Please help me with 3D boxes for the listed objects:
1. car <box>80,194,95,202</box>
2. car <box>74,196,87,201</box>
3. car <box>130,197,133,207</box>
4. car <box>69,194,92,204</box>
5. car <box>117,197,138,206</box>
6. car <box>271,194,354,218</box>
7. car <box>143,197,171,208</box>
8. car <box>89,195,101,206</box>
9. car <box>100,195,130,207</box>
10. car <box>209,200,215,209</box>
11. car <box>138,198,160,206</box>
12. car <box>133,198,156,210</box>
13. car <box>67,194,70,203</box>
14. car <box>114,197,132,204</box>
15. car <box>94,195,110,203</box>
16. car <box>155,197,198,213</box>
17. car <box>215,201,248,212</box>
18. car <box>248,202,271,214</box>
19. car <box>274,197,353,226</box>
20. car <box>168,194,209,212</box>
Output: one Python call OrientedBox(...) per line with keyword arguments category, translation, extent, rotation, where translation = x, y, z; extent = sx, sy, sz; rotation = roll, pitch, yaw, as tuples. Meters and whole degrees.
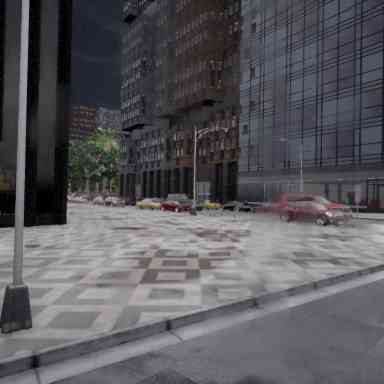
OrientedBox(category="car", translation=(-26.704, 1.486, 84.759), extent=(2.192, 1.841, 5.009), rotation=(2, -1, -36))
OrientedBox(category="car", translation=(-30.001, 1.696, 89.356), extent=(1.752, 1.417, 4.829), rotation=(2, -1, -36))
OrientedBox(category="car", translation=(-10.945, 1.635, 52.837), extent=(2.033, 1.411, 5.357), rotation=(2, -1, -36))
OrientedBox(category="car", translation=(-20.770, 1.473, 61.820), extent=(1.752, 1.417, 4.829), rotation=(2, -1, -36))
OrientedBox(category="car", translation=(-11.415, 1.625, 58.650), extent=(1.812, 1.442, 4.674), rotation=(2, -1, -36))
OrientedBox(category="car", translation=(9.011, 1.218, 24.811), extent=(2.150, 2.045, 5.566), rotation=(2, -1, -36))
OrientedBox(category="car", translation=(-5.325, 1.590, 50.216), extent=(2.128, 1.511, 4.902), rotation=(2, -1, -35))
OrientedBox(category="car", translation=(-14.481, 1.530, 53.033), extent=(1.802, 1.307, 4.206), rotation=(2, -1, -36))
OrientedBox(category="car", translation=(-11.283, 1.387, 48.573), extent=(1.967, 1.590, 4.097), rotation=(2, -1, -36))
OrientedBox(category="car", translation=(1.938, 1.690, 44.742), extent=(1.752, 1.417, 4.829), rotation=(2, -1, -36))
OrientedBox(category="car", translation=(-7.546, 1.723, 57.988), extent=(2.008, 1.369, 4.403), rotation=(2, -1, -36))
OrientedBox(category="car", translation=(-4.797, 1.466, 39.509), extent=(1.752, 1.417, 4.829), rotation=(2, -1, -36))
OrientedBox(category="car", translation=(-24.061, 1.388, 66.422), extent=(1.967, 1.590, 4.097), rotation=(2, -1, -36))
OrientedBox(category="car", translation=(-13.934, 1.738, 66.910), extent=(1.947, 1.339, 4.313), rotation=(2, -1, -36))
OrientedBox(category="car", translation=(-20.493, 1.514, 75.437), extent=(2.097, 1.767, 4.553), rotation=(2, -1, -36))
OrientedBox(category="car", translation=(-1.702, 1.482, 35.185), extent=(1.887, 1.381, 4.507), rotation=(2, -1, -36))
OrientedBox(category="car", translation=(5.230, 1.728, 40.141), extent=(1.947, 1.339, 4.313), rotation=(2, -1, -36))
OrientedBox(category="car", translation=(8.424, 1.740, 35.680), extent=(1.802, 1.307, 4.206), rotation=(2, -1, -36))
OrientedBox(category="car", translation=(7.866, 1.368, 21.826), extent=(1.967, 1.590, 4.097), rotation=(2, -1, -37))
OrientedBox(category="car", translation=(-0.887, 1.232, 38.639), extent=(2.150, 2.045, 5.566), rotation=(2, -1, -35))
